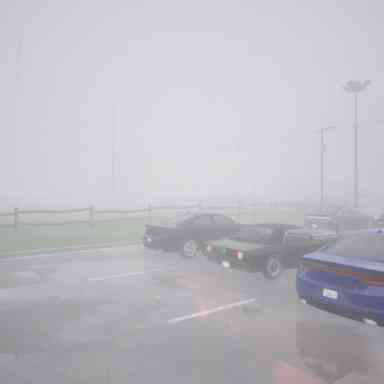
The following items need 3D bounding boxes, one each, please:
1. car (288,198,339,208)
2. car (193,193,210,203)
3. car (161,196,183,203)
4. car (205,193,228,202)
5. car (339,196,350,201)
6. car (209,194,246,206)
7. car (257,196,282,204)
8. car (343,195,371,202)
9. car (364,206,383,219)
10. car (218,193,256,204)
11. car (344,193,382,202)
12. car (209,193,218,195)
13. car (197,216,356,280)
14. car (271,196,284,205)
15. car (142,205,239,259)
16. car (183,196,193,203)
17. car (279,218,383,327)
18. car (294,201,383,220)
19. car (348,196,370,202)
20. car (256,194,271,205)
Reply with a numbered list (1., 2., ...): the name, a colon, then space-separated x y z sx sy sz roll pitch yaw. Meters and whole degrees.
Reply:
1. car: 14.079 1.547 39.498 2.033 1.411 5.357 0 0 -37
2. car: 0.849 1.539 69.518 2.033 1.411 5.357 0 0 -36
3. car: -4.361 1.525 64.702 1.812 1.442 4.674 0 0 -36
4. car: 5.519 1.215 74.988 2.150 2.045 5.566 0 0 -36
5. car: 16.876 1.563 41.591 1.994 1.385 4.181 0 0 -37
6. car: 5.365 1.490 51.339 2.128 1.511 4.902 0 0 -36
7. car: 14.517 1.525 62.599 1.812 1.442 4.674 0 0 -36
8. car: 22.019 1.564 46.479 1.994 1.385 4.181 0 0 -38
9. car: 10.199 1.505 15.364 4.892 1.490 1.837 0 0 -36
10. car: 7.333 1.224 54.583 2.150 2.045 5.566 0 0 -36
11. car: 24.774 1.222 48.737 2.150 2.045 5.566 0 0 -39
12. car: 4.576 1.222 70.353 2.150 2.045 5.566 0 0 -36
13. car: 2.696 1.601 9.980 4.718 1.301 1.895 0 0 -35
14. car: 13.711 1.491 57.730 2.128 1.511 4.902 0 0 -36
15. car: 0.560 1.478 12.755 5.008 1.535 1.882 0 0 -36
16. car: -2.538 1.504 68.200 1.837 1.490 4.892 0 0 -36
17. car: 4.223 1.478 6.767 5.008 1.535 1.882 0 0 -36
18. car: 8.153 1.491 18.205 4.902 1.511 2.128 0 0 -36
19. car: 19.799 1.547 43.627 2.033 1.411 5.357 0 0 -38
20. car: 10.195 1.223 56.598 2.150 2.045 5.566 0 0 -36
